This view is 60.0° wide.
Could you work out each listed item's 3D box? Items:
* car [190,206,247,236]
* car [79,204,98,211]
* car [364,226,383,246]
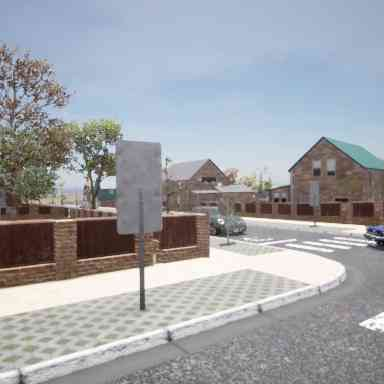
[{"bbox_3d":[1.418,1.713,21.139,2.097,1.767,4.553,-1,-1,-30],"label":"car"},{"bbox_3d":[-15.853,2.527,50.773,1.882,1.535,5.008,-1,-1,-30],"label":"car"},{"bbox_3d":[9.798,1.670,13.705,4.718,1.301,1.895,-2,0,5],"label":"car"}]
